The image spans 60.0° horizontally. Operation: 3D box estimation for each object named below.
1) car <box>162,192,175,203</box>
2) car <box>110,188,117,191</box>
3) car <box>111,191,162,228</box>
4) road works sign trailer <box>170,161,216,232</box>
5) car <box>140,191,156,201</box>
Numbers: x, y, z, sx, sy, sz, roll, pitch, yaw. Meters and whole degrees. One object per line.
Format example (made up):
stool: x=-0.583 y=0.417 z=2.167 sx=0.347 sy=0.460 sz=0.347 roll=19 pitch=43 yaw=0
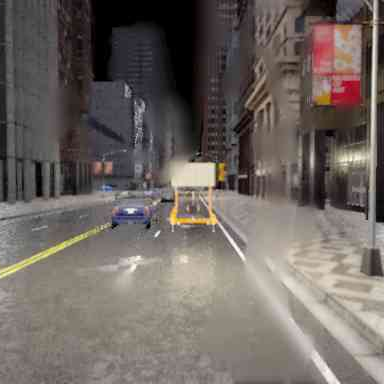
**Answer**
car: x=-3.157 y=0.698 z=45.727 sx=1.994 sy=1.385 sz=4.181 roll=0 pitch=1 yaw=0
car: x=-9.819 y=0.586 z=47.738 sx=2.128 sy=1.511 sz=4.902 roll=0 pitch=1 yaw=0
car: x=-3.152 y=1.010 z=19.220 sx=2.097 sy=1.767 sz=4.553 roll=0 pitch=1 yaw=0
road works sign trailer: x=0.064 y=0.151 z=17.675 sx=2.380 sy=3.560 sz=2.880 roll=0 pitch=1 yaw=0
car: x=-6.563 y=0.572 z=50.124 sx=1.812 sy=1.442 sz=4.674 roll=0 pitch=1 yaw=0
